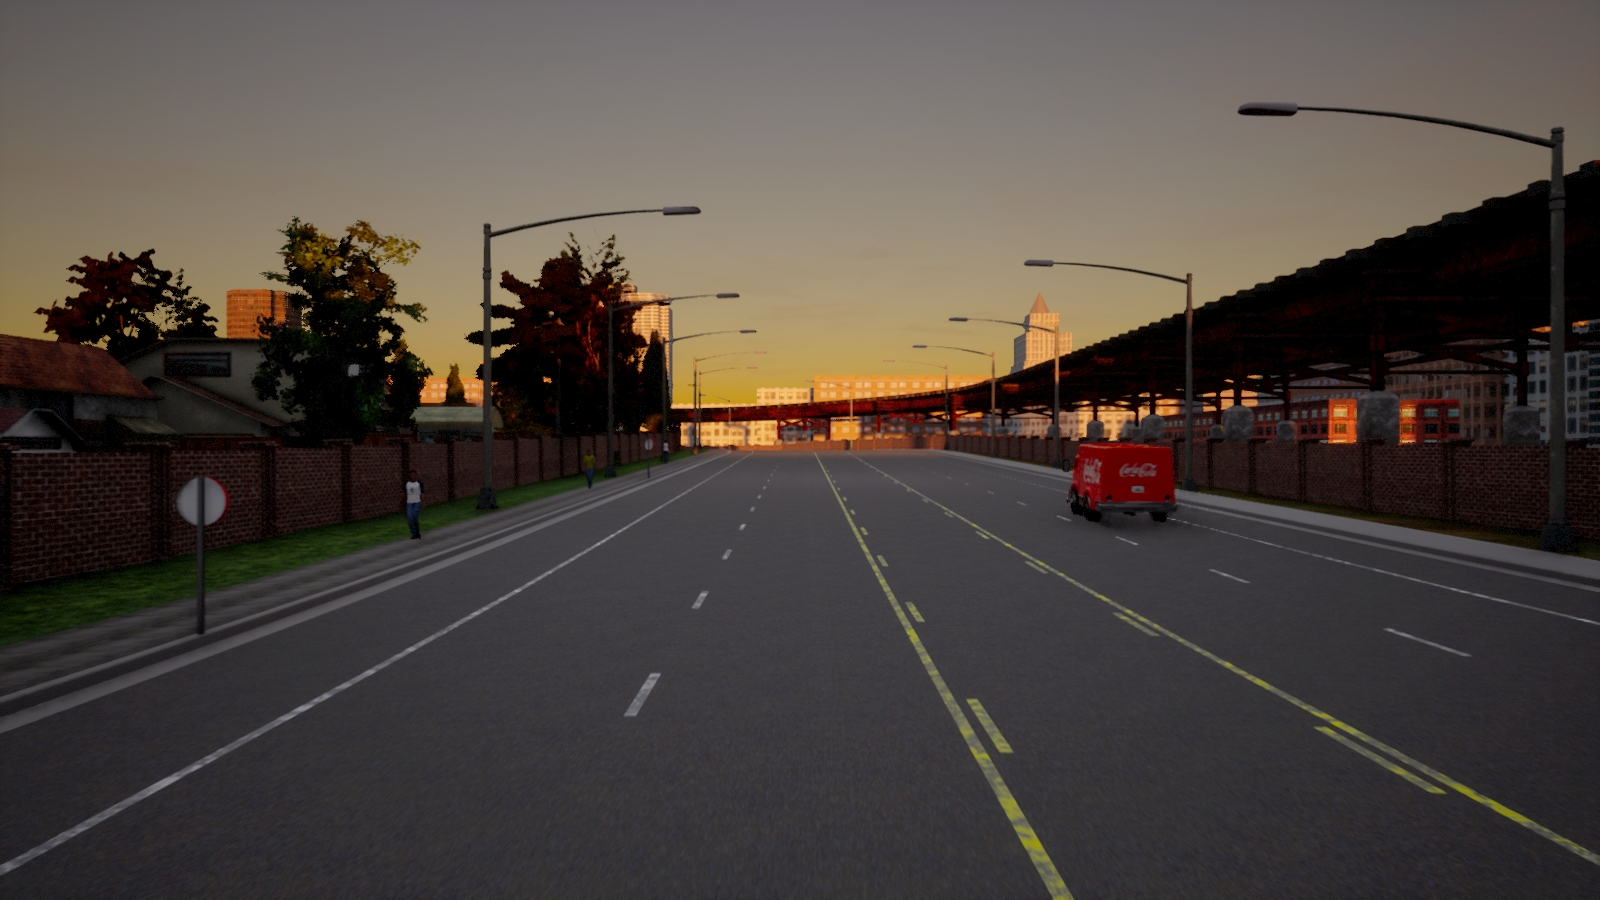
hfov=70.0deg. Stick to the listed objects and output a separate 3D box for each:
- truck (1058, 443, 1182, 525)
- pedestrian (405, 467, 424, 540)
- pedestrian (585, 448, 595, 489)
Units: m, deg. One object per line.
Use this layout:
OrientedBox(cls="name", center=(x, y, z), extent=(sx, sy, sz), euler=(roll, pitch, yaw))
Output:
OrientedBox(cls="truck", center=(10.503, 1.042, 38.020), extent=(2.627, 2.467, 5.204), euler=(0, 1, 0))
OrientedBox(cls="pedestrian", center=(-9.900, 1.359, 29.360), extent=(0.375, 1.860, 0.375), euler=(0, 0, -2))
OrientedBox(cls="pedestrian", center=(-9.635, 0.852, 52.379), extent=(0.375, 1.860, 0.375), euler=(0, 0, -1))
